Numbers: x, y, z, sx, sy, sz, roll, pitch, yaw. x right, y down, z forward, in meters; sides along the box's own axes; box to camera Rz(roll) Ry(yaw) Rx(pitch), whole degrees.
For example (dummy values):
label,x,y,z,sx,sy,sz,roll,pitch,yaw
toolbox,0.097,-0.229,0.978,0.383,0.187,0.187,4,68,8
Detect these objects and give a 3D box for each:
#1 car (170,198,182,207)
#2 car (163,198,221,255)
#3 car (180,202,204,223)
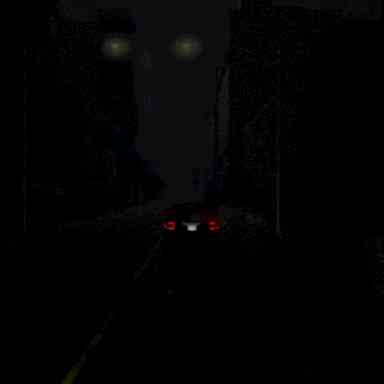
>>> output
label,x,y,z,sx,sy,sz,roll,pitch,yaw
car,-3.037,1.984,64.234,2.097,1.767,4.553,0,-1,1
car,0.001,1.349,14.035,2.150,2.045,5.566,0,0,0
car,0.004,1.759,29.463,1.882,1.535,5.008,0,0,0
